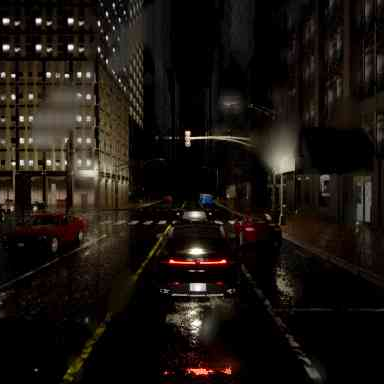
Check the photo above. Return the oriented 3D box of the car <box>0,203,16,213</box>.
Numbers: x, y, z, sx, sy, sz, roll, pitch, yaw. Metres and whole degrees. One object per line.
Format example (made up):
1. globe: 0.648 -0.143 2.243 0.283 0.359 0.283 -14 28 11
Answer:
1. car: -18.569 1.308 28.881 5.009 1.841 2.192 0 0 1

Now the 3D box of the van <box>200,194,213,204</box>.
1. van: 2.766 1.329 58.481 1.690 1.788 3.998 0 0 0

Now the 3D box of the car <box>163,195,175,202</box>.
1. car: -5.588 1.524 75.583 1.887 1.381 4.507 0 0 0

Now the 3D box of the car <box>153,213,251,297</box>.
1. car: 0.111 1.504 8.535 1.837 1.490 4.892 0 0 0

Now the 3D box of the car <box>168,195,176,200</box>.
1. car: -5.564 1.533 92.674 1.947 1.339 4.313 0 0 0

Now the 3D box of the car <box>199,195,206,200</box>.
1. car: 2.816 1.550 92.661 1.802 1.307 4.206 0 0 0

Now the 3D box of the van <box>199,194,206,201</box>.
1. van: 2.807 1.313 86.965 1.690 1.788 3.998 0 0 0

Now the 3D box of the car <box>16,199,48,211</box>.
1. car: -18.470 1.499 37.262 4.403 1.369 2.008 0 0 1

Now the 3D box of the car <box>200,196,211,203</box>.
1. car: 2.784 1.534 69.874 2.008 1.369 4.403 0 0 0

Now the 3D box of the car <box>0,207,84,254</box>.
1. car: -5.806 1.543 13.523 1.887 1.381 4.507 0 0 0

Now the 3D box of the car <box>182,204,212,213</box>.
1. car: 0.125 1.562 17.411 1.994 1.385 4.181 0 0 0

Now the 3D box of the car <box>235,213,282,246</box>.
1. car: 2.835 1.580 14.888 1.802 1.307 4.206 0 0 0
